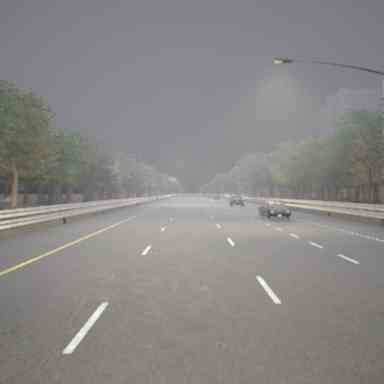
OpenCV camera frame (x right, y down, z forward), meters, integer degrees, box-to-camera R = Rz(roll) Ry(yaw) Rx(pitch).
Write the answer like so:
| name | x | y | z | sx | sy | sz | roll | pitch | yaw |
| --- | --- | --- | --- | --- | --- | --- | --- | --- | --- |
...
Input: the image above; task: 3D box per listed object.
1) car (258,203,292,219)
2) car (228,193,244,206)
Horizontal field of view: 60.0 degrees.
| name | x | y | z | sx | sy | sz | roll | pitch | yaw |
| --- | --- | --- | --- | --- | --- | --- | --- | --- | --- |
| car | 7.002 | 1.607 | 28.703 | 1.895 | 1.301 | 4.718 | 0 | 0 | 0 |
| car | 7.034 | 1.385 | 53.883 | 2.097 | 1.767 | 4.553 | 0 | 0 | 0 |
